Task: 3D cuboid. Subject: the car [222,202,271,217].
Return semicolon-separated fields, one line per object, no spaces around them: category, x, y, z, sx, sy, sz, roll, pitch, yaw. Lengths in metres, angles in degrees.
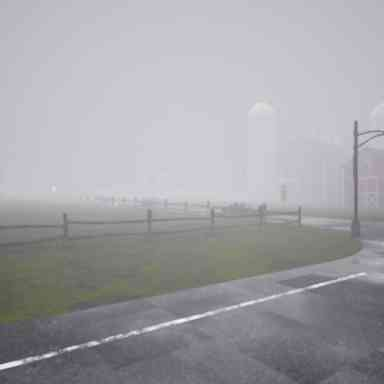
car;4.948;1.618;30.624;1.895;1.301;4.718;0;0;-36

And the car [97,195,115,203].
car;-15.193;1.198;58.743;1.882;1.535;5.008;0;0;-36

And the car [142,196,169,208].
car;-4.934;1.348;44.344;2.128;1.511;4.902;0;0;-36
